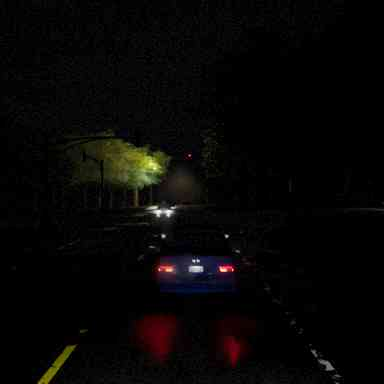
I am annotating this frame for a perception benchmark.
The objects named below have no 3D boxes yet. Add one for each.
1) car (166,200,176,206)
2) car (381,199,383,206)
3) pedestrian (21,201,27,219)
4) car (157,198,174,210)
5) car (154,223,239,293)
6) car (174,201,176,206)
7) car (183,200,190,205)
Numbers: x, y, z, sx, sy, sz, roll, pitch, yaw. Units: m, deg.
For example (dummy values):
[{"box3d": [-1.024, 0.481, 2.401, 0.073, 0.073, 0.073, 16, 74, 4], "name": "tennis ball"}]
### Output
[{"box3d": [-4.637, 2.426, 74.495, 1.994, 1.385, 4.181, 0, -1, -1], "name": "car"}, {"box3d": [19.964, 0.666, 30.339, 4.892, 1.490, 1.837, -2, -1, 2], "name": "car"}, {"box3d": [-18.094, 1.918, 35.666, 0.375, 1.860, 0.375, 0, 1, 2], "name": "pedestrian"}, {"box3d": [-4.173, 2.000, 49.827, 1.895, 1.301, 4.718, 0, -1, -1], "name": "car"}, {"box3d": [0.089, 1.550, 8.997, 2.033, 1.411, 5.357, 0, 0, 0], "name": "car"}, {"box3d": [-4.432, 1.978, 62.805, 2.097, 1.767, 4.553, 0, -1, -1], "name": "car"}, {"box3d": [-1.358, 2.742, 84.336, 1.895, 1.301, 4.718, 0, -2, -1], "name": "car"}]
